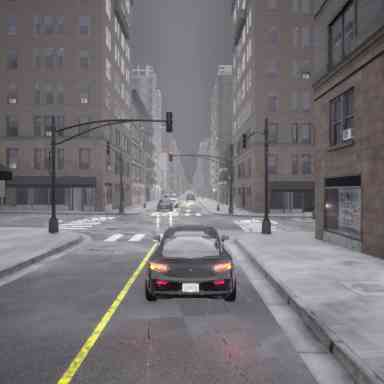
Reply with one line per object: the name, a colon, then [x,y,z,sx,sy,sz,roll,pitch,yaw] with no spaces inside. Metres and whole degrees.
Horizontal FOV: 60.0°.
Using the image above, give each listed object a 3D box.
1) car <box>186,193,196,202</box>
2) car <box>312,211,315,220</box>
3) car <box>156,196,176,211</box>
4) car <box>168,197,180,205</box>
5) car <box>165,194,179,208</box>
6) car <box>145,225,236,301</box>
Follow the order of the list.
car: [-0.306,1.360,81.732,2.150,2.045,5.566,0,0,0]
car: [12.257,1.722,26.824,5.008,1.535,1.882,1,0,-1]
car: [-3.264,1.557,40.800,1.837,1.490,4.892,0,0,-2]
car: [-3.293,1.641,61.433,2.033,1.411,5.357,0,0,0]
car: [-3.285,1.294,50.854,2.150,2.045,5.566,0,0,0]
car: [-0.024,1.527,8.196,1.812,1.442,4.674,0,0,0]
